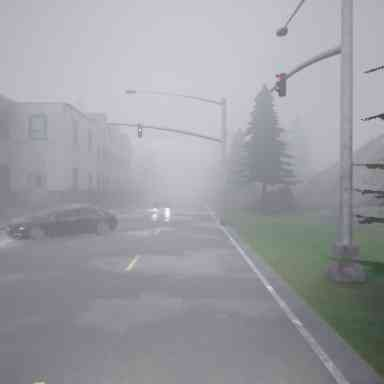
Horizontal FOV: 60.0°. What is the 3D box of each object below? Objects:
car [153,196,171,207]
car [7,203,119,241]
[{"bbox_3d":[-3.548,1.091,39.601,1.895,1.301,4.718,0,1,0],"label":"car"},{"bbox_3d":[-5.834,1.324,15.507,4.892,1.490,1.837,-1,7,-41],"label":"car"}]
